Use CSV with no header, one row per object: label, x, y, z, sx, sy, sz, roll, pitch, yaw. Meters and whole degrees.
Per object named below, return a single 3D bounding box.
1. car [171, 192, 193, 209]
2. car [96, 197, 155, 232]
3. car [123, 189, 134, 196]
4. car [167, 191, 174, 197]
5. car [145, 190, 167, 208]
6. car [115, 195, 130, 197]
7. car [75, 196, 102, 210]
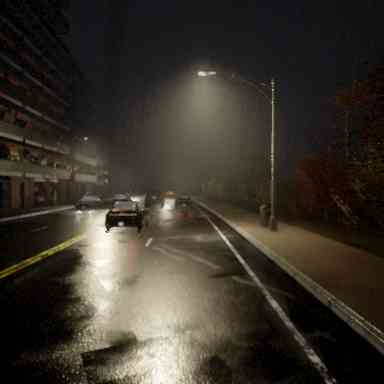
car,-0.916,1.042,35.971,2.128,1.511,4.902,0,1,-3
car,-3.441,1.268,18.234,2.128,1.511,4.902,0,1,-2
car,-14.583,0.179,76.387,2.128,1.511,4.902,0,1,-8
car,-5.168,0.457,79.439,1.882,1.535,5.008,0,1,-8
car,-4.361,0.732,39.437,2.150,2.045,5.566,0,1,-3
car,-7.639,1.044,36.425,2.128,1.511,4.902,0,1,-3
car,-10.838,1.116,35.511,2.033,1.411,5.357,0,1,-3
